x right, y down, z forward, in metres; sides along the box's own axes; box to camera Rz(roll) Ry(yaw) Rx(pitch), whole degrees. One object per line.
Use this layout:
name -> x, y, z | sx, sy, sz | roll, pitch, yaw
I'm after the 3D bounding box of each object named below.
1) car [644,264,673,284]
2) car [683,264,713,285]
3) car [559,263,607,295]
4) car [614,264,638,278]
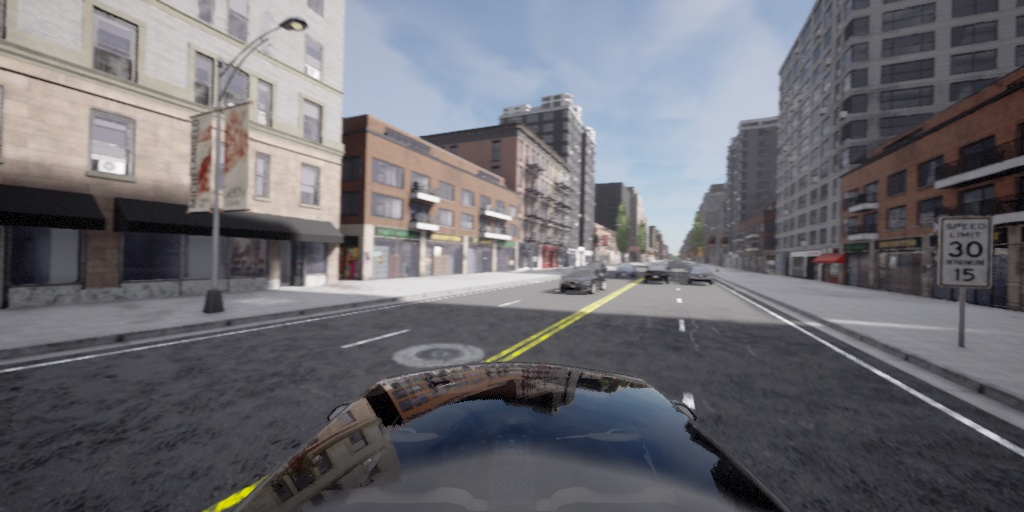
car -> 12.507, 1.522, 30.835 | 1.882, 1.535, 5.008 | 1, 0, 25
car -> 16.081, 1.678, 30.830 | 2.033, 1.411, 5.357 | 1, 0, 25
car -> 4.166, 1.352, 20.702 | 1.837, 1.490, 4.892 | 1, 0, 25
car -> 12.184, 1.595, 38.106 | 1.812, 1.442, 4.674 | 1, 0, 24
